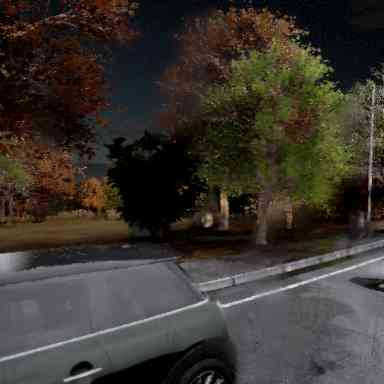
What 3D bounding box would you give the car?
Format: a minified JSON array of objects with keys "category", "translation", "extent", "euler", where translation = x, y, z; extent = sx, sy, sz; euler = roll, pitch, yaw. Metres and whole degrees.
[{"category":"car","translation":[-1.792,1.363,2.844],"extent":[4.553,1.767,2.097],"euler":[0,0,-36]}]
